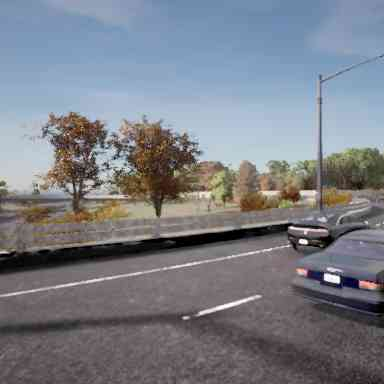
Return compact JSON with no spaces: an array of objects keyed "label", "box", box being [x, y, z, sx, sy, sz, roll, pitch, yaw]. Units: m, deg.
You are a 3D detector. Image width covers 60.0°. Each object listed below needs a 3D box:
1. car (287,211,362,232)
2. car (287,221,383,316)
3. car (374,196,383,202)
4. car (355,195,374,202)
[{"label":"car","box":[5.690,1.526,13.254,4.902,1.511,2.128,0,0,-42]},{"label":"car","box":[4.381,1.564,7.447,5.357,1.411,2.033,0,0,-40]},{"label":"car","box":[42.775,1.560,76.203,2.033,1.411,5.357,0,0,6]},{"label":"car","box":[39.309,1.532,76.695,1.837,1.490,4.892,0,0,6]}]
